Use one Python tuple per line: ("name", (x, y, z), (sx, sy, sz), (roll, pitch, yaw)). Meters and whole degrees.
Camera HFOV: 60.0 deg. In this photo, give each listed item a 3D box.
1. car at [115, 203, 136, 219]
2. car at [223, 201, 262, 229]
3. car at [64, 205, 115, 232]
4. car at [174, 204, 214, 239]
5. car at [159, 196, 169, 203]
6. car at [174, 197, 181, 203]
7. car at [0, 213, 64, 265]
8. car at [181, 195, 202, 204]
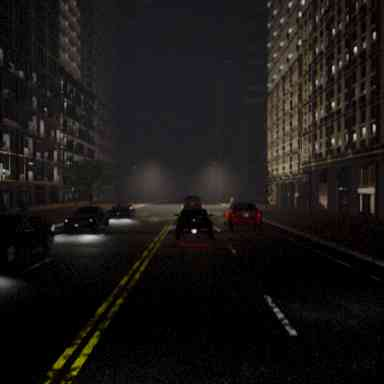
("car", (-6.492, 1.718, 31.255), (1.994, 1.385, 4.181), (0, 0, 0))
("car", (3.359, 1.466, 22.673), (2.097, 1.767, 4.553), (0, 0, 0))
("car", (-6.566, 1.631, 21.267), (1.812, 1.442, 4.674), (0, 0, 0))
("car", (0.106, 1.595, 18.026), (1.837, 1.490, 4.892), (0, 0, 0))
("car", (-6.478, 1.766, 76.849), (1.837, 1.490, 4.892), (0, 0, 0))
("car", (-3.228, 1.861, 76.817), (1.895, 1.301, 4.718), (0, 0, 0))
("car", (-6.594, 1.564, 11.975), (1.837, 1.490, 4.892), (0, 0, 0))
("car", (0.081, 1.423, 40.775), (2.150, 2.045, 5.566), (0, 0, 0))
